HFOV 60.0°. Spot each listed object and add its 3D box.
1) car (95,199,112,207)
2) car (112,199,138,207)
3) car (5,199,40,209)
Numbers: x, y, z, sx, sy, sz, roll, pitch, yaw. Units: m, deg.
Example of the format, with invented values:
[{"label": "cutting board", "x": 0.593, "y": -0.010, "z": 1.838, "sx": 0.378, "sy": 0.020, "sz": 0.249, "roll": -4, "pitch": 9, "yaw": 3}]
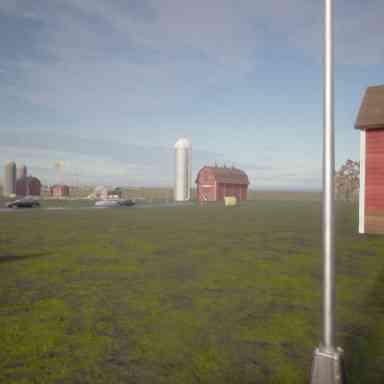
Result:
[{"label": "car", "x": -16.643, "y": 2.156, "z": 64.712, "sx": 1.812, "sy": 1.442, "sz": 4.674, "roll": 1, "pitch": 0, "yaw": 37}, {"label": "car", "x": -12.732, "y": 2.220, "z": 65.283, "sx": 1.837, "sy": 1.490, "sz": 4.892, "roll": 1, "pitch": 0, "yaw": 36}, {"label": "car", "x": -26.312, "y": 1.856, "z": 51.739, "sx": 1.882, "sy": 1.535, "sz": 5.008, "roll": 1, "pitch": 0, "yaw": 37}]
